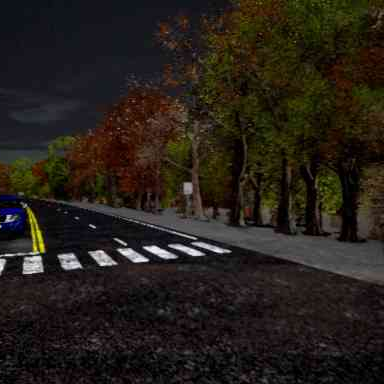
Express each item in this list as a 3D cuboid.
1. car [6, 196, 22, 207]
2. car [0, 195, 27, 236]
[{"bbox_3d":[-26.865,1.414,50.182,2.128,1.511,4.902,-1,0,-28],"label":"car"},{"bbox_3d":[-10.226,1.232,17.918,2.150,2.045,5.566,-1,1,-26],"label":"car"}]
